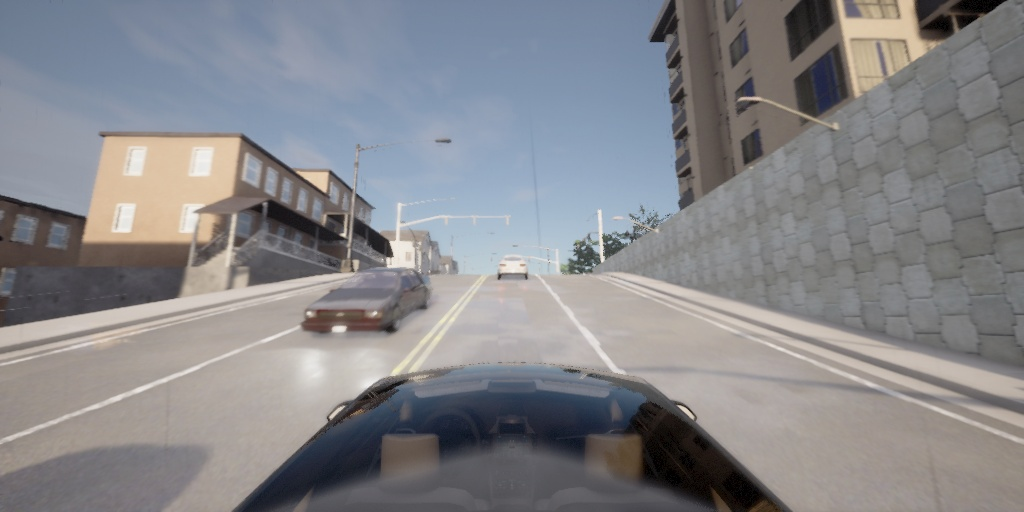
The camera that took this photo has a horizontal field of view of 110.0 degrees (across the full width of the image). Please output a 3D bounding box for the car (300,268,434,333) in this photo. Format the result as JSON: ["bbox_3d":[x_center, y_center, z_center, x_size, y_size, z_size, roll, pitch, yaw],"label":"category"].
[{"bbox_3d":[-3.594,1.051,10.116,2.033,1.411,5.357,0,2,0],"label":"car"}]

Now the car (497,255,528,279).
[{"bbox_3d":[0.057,0.631,22.757,1.812,1.442,4.674,0,1,0],"label":"car"}]
